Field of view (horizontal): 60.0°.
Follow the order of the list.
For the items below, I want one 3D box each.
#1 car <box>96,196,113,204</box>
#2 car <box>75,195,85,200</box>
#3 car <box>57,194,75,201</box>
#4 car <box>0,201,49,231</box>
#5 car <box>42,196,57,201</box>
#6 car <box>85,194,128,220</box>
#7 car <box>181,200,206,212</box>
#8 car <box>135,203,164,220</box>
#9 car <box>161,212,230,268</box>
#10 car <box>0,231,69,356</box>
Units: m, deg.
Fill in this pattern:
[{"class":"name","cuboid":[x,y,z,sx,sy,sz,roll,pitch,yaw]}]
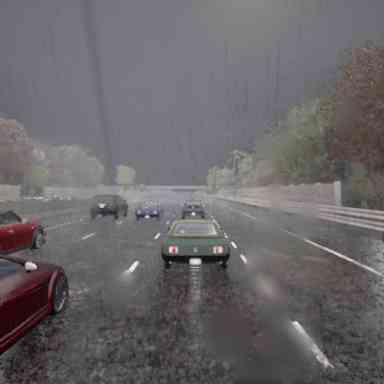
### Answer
[{"class":"car","cuboid":[-17.491,1.484,66.567,2.128,1.511,4.902,0,0,0]},{"class":"car","cuboid":[-20.989,1.319,66.169,2.097,1.767,4.553,0,0,0]},{"class":"car","cuboid":[-24.489,1.319,66.169,2.097,1.767,4.553,0,0,0]},{"class":"car","cuboid":[-6.899,1.338,11.391,2.097,1.767,4.553,0,0,0]},{"class":"car","cuboid":[-27.989,1.488,66.139,2.128,1.511,4.902,0,0,0]},{"class":"car","cuboid":[-6.897,1.197,28.129,2.150,2.045,5.566,0,0,0]},{"class":"car","cuboid":[0.106,1.480,28.973,1.837,1.490,4.892,0,0,0]},{"class":"car","cuboid":[-3.394,1.577,27.449,1.895,1.301,4.718,0,0,0]},{"class":"car","cuboid":[0.101,1.588,11.191,1.895,1.301,4.718,0,0,0]},{"class":"car","cuboid":[-3.399,1.557,4.863,1.994,1.385,4.181,0,0,0]}]
